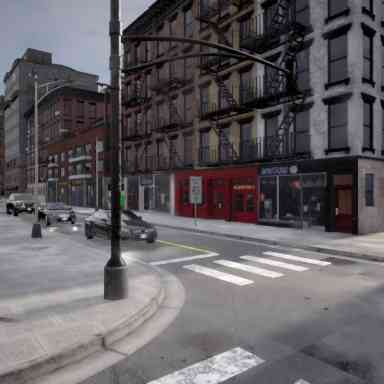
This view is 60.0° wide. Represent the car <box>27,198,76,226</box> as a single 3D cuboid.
[{"bbox_3d":[-9.690,1.456,23.335,2.128,1.511,4.902,0,0,-38],"label":"car"}]

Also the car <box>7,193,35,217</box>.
[{"bbox_3d":[-16.046,1.168,31.597,2.150,2.045,5.566,0,0,-37],"label":"car"}]

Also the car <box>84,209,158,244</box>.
[{"bbox_3d":[-3.418,1.508,15.218,1.812,1.442,4.674,0,0,-39],"label":"car"}]
